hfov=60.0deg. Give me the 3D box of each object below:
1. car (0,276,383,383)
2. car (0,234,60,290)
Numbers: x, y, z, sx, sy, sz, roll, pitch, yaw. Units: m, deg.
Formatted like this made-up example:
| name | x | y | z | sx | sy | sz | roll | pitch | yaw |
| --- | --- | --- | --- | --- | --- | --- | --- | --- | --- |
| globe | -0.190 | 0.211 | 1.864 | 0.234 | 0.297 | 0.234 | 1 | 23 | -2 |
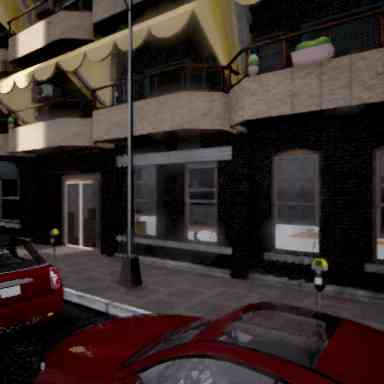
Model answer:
| name | x | y | z | sx | sy | sz | roll | pitch | yaw |
| --- | --- | --- | --- | --- | --- | --- | --- | --- | --- |
| car | 0.467 | 1.580 | 2.542 | 4.206 | 1.307 | 1.802 | 0 | 0 | 36 |
| car | -4.131 | 1.428 | 5.823 | 4.097 | 1.590 | 1.967 | 0 | 0 | 36 |
